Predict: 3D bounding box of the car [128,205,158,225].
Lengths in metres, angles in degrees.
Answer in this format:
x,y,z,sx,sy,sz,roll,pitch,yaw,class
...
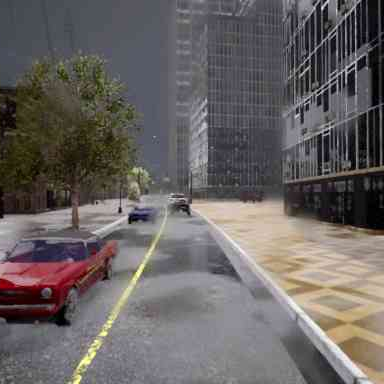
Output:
x,y,z,sx,sy,sz,roll,pitch,yaw,class
-3.531,1.605,24.365,1.895,1.301,4.718,0,0,-3,car

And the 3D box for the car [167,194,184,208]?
x,y,z,sx,sy,sz,roll,pitch,yaw,class
-2.081,1.230,44.955,2.150,2.045,5.566,0,0,-6,car

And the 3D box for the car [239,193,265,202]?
x,y,z,sx,sy,sz,roll,pitch,yaw,class
11.932,1.211,66.543,5.009,1.841,2.192,0,-1,13,car

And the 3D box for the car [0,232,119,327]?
x,y,z,sx,sy,sz,roll,pitch,yaw,class
-2.951,1.602,7.140,1.895,1.301,4.718,0,0,-1,car

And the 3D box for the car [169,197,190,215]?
x,y,z,sx,sy,sz,roll,pitch,yaw,class
-1.215,1.511,34.044,1.837,1.490,4.892,0,0,-4,car
